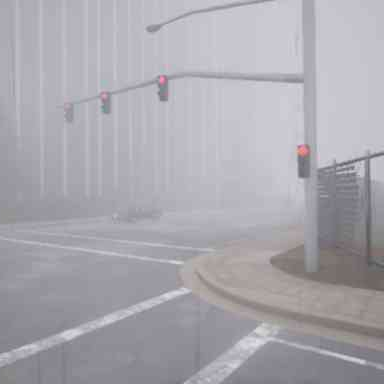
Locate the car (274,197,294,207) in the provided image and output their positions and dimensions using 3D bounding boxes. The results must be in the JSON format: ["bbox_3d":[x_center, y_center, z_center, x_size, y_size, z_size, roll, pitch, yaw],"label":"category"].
[{"bbox_3d":[15.103,1.543,54.693,2.097,1.767,4.553,-1,0,36],"label":"car"}]

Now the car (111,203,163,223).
[{"bbox_3d":[-4.459,1.686,27.356,2.128,1.511,4.902,-1,-1,36],"label":"car"}]
